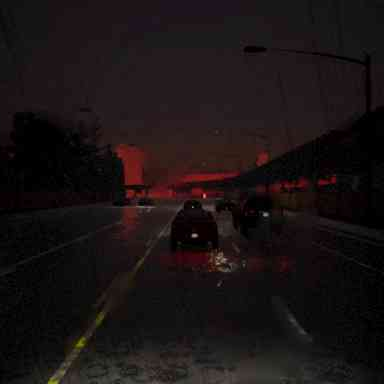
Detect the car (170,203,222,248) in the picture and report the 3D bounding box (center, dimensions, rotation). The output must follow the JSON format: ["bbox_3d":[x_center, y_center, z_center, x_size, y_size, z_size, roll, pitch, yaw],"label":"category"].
[{"bbox_3d":[0.095,1.461,14.834,1.882,1.535,5.008,0,0,0],"label":"car"}]

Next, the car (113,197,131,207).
[{"bbox_3d":[-10.585,1.492,50.634,2.033,1.411,5.357,0,0,0],"label":"car"}]

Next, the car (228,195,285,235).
[{"bbox_3d":[3.593,1.200,18.855,2.150,2.045,5.566,0,0,0],"label":"car"}]

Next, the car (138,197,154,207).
[{"bbox_3d":[-7.078,1.508,51.471,1.994,1.385,4.181,0,0,0],"label":"car"}]

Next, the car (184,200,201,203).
[{"bbox_3d":[0.088,1.524,36.506,1.994,1.385,4.181,0,0,0],"label":"car"}]

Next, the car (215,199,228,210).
[{"bbox_3d":[3.586,1.485,36.852,1.812,1.442,4.674,0,0,0],"label":"car"}]
